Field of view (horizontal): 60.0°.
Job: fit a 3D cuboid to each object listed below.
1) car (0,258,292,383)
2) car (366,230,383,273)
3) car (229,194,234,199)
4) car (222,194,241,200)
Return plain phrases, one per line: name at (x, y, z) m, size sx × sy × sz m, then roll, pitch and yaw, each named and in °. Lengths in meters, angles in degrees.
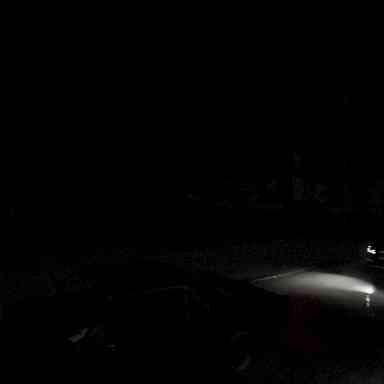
car at (-1.058, 1.586, 3.856) m, size 4.718 × 1.301 × 1.895 m, roll 0°, pitch 0°, yaw -35°
car at (6.858, 1.488, 9.452) m, size 4.892 × 1.490 × 1.837 m, roll 0°, pitch 0°, yaw -35°
car at (11.242, 1.242, 94.652) m, size 4.536 × 1.218 × 1.853 m, roll 0°, pitch 0°, yaw -5°
car at (11.293, 1.399, 94.657) m, size 4.974 × 1.542 × 2.038 m, roll 0°, pitch 0°, yaw -5°
